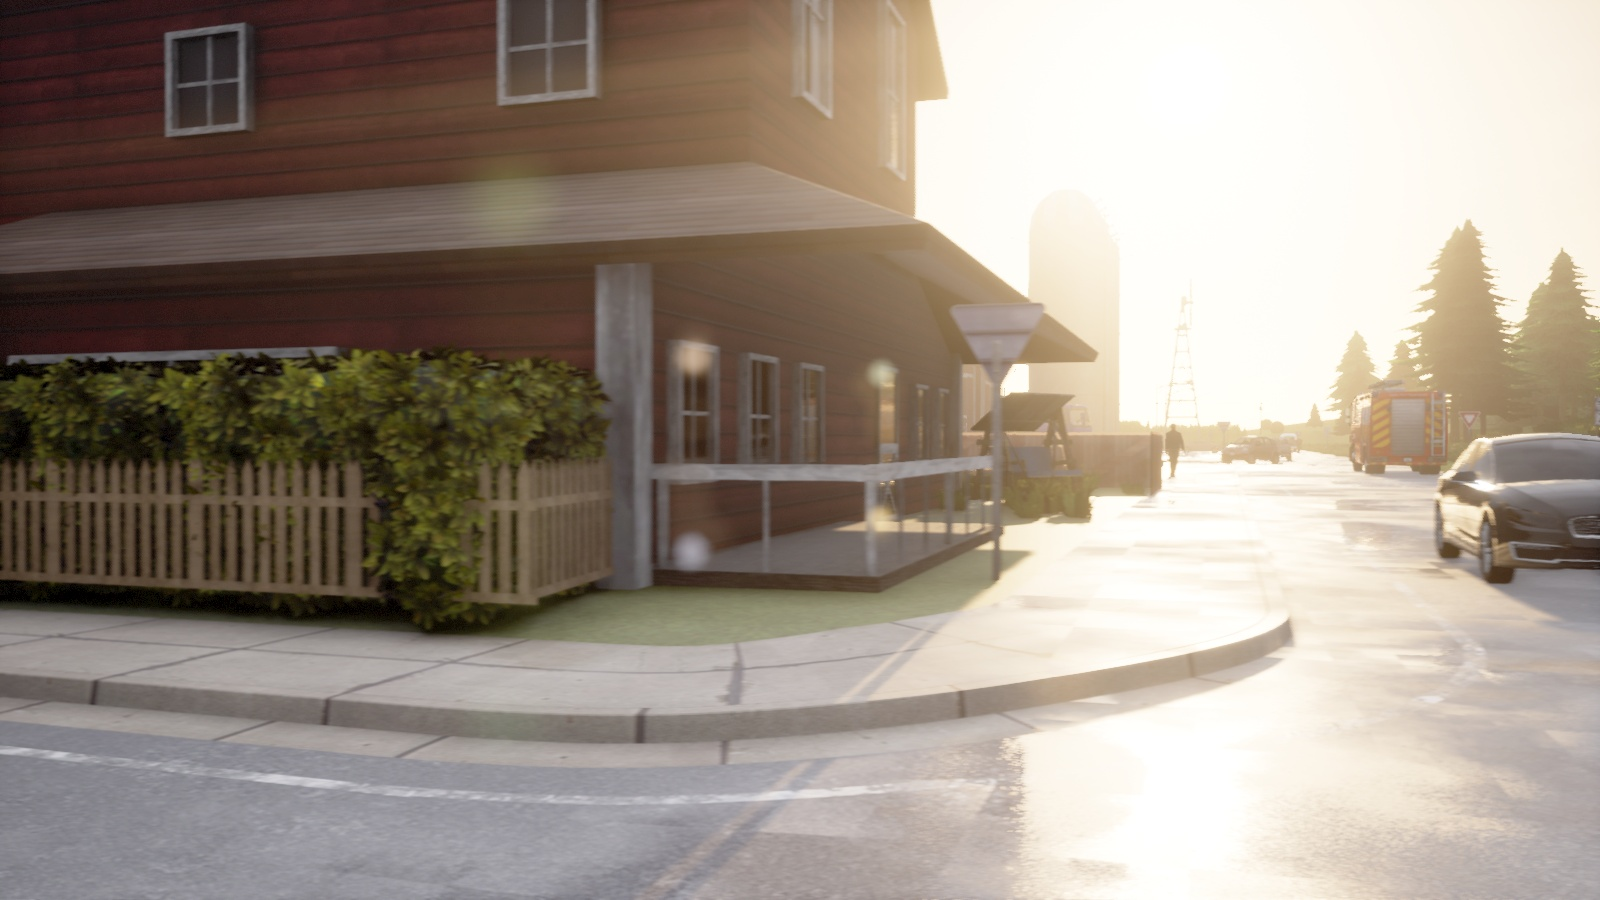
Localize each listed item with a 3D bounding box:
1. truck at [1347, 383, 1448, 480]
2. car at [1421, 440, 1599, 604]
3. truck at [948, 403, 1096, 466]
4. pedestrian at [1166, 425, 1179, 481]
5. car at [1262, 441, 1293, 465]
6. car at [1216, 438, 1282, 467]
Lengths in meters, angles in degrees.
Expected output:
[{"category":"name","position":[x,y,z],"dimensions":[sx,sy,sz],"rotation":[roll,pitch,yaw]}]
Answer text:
[{"category":"truck","position":[25.470,-0.753,53.934],"dimensions":[2.891,3.827,8.468],"rotation":[1,1,19]},{"category":"car","position":[8.185,0.647,13.746],"dimensions":[1.837,1.490,4.892],"rotation":[1,1,19]},{"category":"truck","position":[12.773,-0.893,72.705],"dimensions":[7.936,3.462,2.891],"rotation":[1,1,36]},{"category":"pedestrian","position":[12.382,0.084,41.749],"dimensions":[0.402,1.842,0.726],"rotation":[1,1,15]},{"category":"car","position":[31.956,0.173,84.093],"dimensions":[1.789,1.549,3.705],"rotation":[1,0,19]},{"category":"car","position":[26.197,0.140,73.211],"dimensions":[3.988,1.617,1.851],"rotation":[0,1,-40]}]
